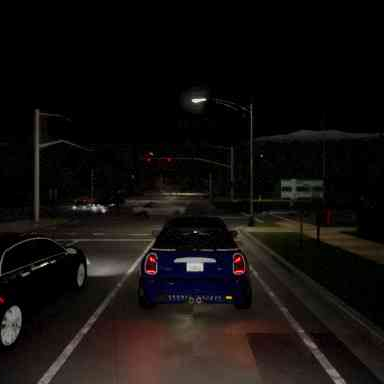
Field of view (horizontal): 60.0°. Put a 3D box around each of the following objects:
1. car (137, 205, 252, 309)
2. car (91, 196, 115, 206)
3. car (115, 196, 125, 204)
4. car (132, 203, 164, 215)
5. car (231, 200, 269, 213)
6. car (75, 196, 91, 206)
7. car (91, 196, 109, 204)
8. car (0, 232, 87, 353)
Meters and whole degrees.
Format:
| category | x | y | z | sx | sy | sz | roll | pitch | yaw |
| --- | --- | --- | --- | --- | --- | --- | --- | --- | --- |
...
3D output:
| category | x | y | z | sx | sy | sz | roll | pitch | yaw |
| --- | --- | --- | --- | --- | --- | --- | --- | --- | --- |
| car | 0.067 | 1.352 | 8.026 | 2.097 | 1.767 | 4.553 | 0 | 0 | 0 |
| car | -14.495 | 1.601 | 54.430 | 1.895 | 1.301 | 4.718 | 0 | 0 | 1 |
| car | -14.336 | 1.547 | 64.091 | 2.033 | 1.411 | 5.357 | 0 | 0 | 1 |
| car | -2.817 | 1.601 | 29.714 | 4.718 | 1.301 | 1.895 | 0 | 0 | 0 |
| car | 6.297 | 1.564 | 36.647 | 4.181 | 1.385 | 1.994 | 0 | 0 | 0 |
| car | -17.964 | 1.478 | 55.648 | 1.882 | 1.535 | 5.008 | 0 | 0 | 1 |
| car | -17.813 | 1.491 | 64.844 | 2.128 | 1.511 | 4.902 | 0 | 0 | 1 |
| car | -3.443 | 1.505 | 6.120 | 1.837 | 1.490 | 4.892 | 0 | 0 | 0 |
